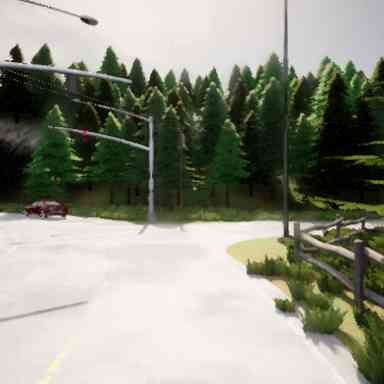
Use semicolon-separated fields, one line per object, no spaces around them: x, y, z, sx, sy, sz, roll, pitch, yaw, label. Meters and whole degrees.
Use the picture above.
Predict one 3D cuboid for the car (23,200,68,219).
-12.632;1.429;28.570;5.008;1.535;1.882;0;0;38;car
